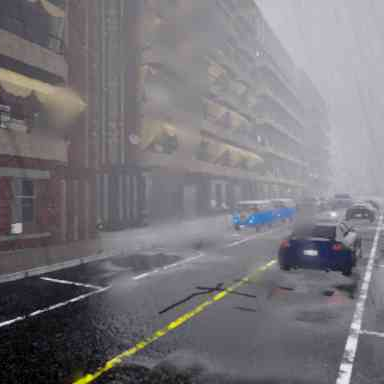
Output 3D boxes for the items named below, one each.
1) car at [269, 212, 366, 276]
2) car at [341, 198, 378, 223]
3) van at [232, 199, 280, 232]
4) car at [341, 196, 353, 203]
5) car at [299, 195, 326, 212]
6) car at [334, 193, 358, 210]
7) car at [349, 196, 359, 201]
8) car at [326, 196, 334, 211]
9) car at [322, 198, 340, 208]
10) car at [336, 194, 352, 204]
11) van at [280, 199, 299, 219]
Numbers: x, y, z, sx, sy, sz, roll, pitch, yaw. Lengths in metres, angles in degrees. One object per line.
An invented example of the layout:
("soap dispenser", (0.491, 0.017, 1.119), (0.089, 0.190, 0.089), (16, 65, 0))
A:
("car", (4.142, 1.559, 10.501), (1.994, 1.385, 4.181), (-2, -1, 30))
("car", (12.677, 1.459, 25.034), (1.812, 1.442, 4.674), (-2, -1, 30))
("van", (3.888, 1.435, 20.722), (1.690, 1.788, 3.998), (0, 0, 30))
("car", (31.898, 1.521, 68.411), (1.887, 1.381, 4.507), (0, 0, 30))
("car", (12.291, 1.358, 35.029), (2.192, 1.841, 5.009), (0, 0, 30))
("car", (18.144, 1.187, 40.020), (2.150, 2.045, 5.566), (-2, -1, 31))
("car", (40.303, 1.559, 82.719), (1.802, 1.307, 4.206), (0, 0, 30))
("car", (15.092, 1.343, 39.797), (2.192, 1.841, 5.009), (0, 0, 30))
("car", (20.695, 1.569, 49.337), (1.947, 1.339, 4.313), (0, 0, 30))
("car", (29.097, 1.295, 63.641), (2.192, 1.841, 5.009), (0, 0, 30))
("van", (6.689, 1.417, 25.492), (1.690, 1.788, 3.998), (0, 0, 30))
